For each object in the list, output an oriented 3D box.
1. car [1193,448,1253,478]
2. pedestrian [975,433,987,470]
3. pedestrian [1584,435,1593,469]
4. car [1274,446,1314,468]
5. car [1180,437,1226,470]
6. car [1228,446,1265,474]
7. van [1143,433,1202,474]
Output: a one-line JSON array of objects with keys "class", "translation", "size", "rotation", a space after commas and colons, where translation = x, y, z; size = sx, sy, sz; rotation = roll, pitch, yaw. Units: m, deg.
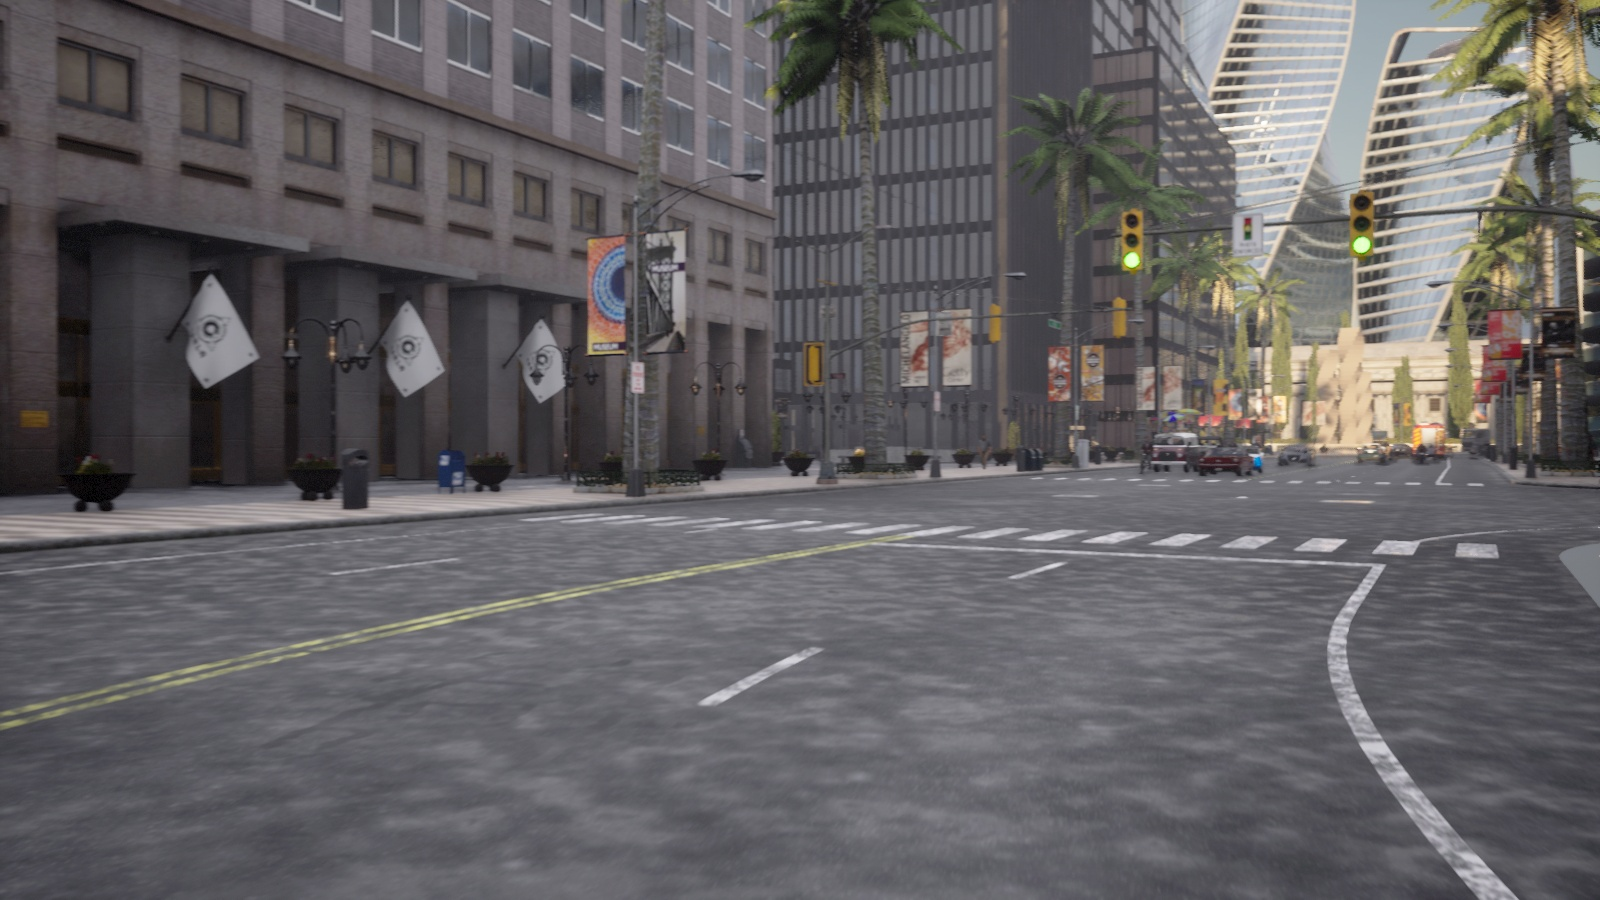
[{"class": "car", "translation": [19.444, 0.562, 57.650], "size": [1.895, 1.301, 4.718], "rotation": [0, 0, 28]}, {"class": "pedestrian", "translation": [8.888, 0.073, 61.642], "size": [0.540, 1.848, 0.694], "rotation": [0, 0, 13]}, {"class": "pedestrian", "translation": [42.713, 0.108, 68.037], "size": [0.353, 1.847, 0.614], "rotation": [0, 0, 27]}, {"class": "car", "translation": [32.174, 0.415, 81.784], "size": [1.994, 1.385, 4.181], "rotation": [0, 0, 28]}, {"class": "car", "translation": [23.239, 0.182, 72.360], "size": [1.905, 1.878, 3.866], "rotation": [0, 0, 28]}, {"class": "car", "translation": [22.732, 0.487, 63.884], "size": [1.481, 1.376, 2.207], "rotation": [0, 0, 28]}, {"class": "van", "translation": [19.252, 0.144, 64.782], "size": [2.069, 2.038, 4.480], "rotation": [0, 0, 28]}]
